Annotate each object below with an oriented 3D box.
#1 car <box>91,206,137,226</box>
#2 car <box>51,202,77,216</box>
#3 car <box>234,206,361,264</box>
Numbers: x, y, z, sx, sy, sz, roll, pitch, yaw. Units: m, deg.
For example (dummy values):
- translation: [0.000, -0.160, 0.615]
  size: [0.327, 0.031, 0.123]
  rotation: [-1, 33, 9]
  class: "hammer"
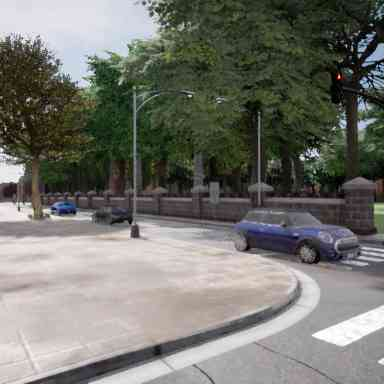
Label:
- translation: [-6.289, 1.783, 26.232]
  size: [2.033, 1.411, 5.357]
  rotation: [0, -1, -36]
  class: "car"
- translation: [-14.742, 1.878, 38.109]
  size: [1.882, 1.535, 5.008]
  rotation: [0, 0, -35]
  class: "car"
- translation: [3.681, 1.424, 12.276]
  size: [2.097, 1.767, 4.553]
  rotation: [0, 0, -36]
  class: "car"
